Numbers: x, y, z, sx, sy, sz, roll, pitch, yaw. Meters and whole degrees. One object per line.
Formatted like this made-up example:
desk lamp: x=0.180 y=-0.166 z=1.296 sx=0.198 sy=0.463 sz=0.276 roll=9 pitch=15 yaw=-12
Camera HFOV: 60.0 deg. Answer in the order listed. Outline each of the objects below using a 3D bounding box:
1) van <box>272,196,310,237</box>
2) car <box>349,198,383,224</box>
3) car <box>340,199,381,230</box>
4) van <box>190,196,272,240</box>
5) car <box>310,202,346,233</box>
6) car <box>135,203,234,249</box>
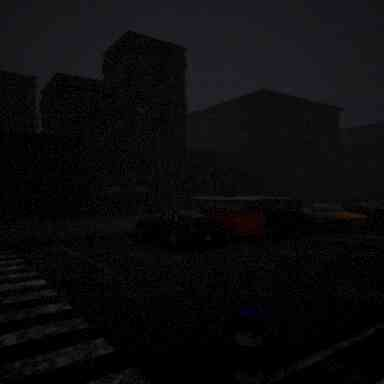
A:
van: x=3.678 y=1.203 z=17.796 sx=1.878 sy=1.987 sz=4.442 roll=0 pitch=0 yaw=-35
car: x=10.541 y=1.415 z=22.534 sx=2.097 sy=1.535 sz=5.008 roll=0 pitch=0 yaw=-35
car: x=8.381 y=1.417 z=20.775 sx=1.946 sy=1.575 sz=5.366 roll=0 pitch=0 yaw=-35
van: x=1.414 y=1.207 z=16.185 sx=1.878 sy=1.987 sz=4.442 roll=0 pitch=0 yaw=-35
car: x=6.008 y=1.465 z=19.316 sx=2.002 sy=1.452 sz=4.674 roll=0 pitch=0 yaw=-35
car: x=-0.779 y=1.437 z=14.472 sx=2.231 sy=1.521 sz=4.892 roll=0 pitch=0 yaw=-35
